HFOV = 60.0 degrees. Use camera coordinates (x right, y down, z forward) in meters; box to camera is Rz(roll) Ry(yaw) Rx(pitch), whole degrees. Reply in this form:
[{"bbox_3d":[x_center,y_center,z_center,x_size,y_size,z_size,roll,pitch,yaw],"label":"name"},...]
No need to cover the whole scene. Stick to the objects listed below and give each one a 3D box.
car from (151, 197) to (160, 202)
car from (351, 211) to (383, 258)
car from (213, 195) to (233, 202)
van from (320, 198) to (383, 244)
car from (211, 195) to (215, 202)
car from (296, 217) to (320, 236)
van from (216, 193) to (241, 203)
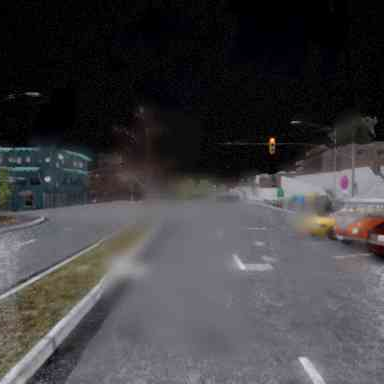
[{"bbox_3d":[-8.871,1.794,81.843,1.994,1.385,4.181,0,-1,0],"label":"car"},{"bbox_3d":[8.096,1.515,11.045,4.792,1.488,2.163,1,0,-20],"label":"car"},{"bbox_3d":[8.107,1.730,87.155,4.553,1.767,2.185,1,-1,-20],"label":"car"},{"bbox_3d":[7.965,1.258,13.972,4.442,1.987,1.878,1,0,-20],"label":"van"},{"bbox_3d":[7.901,1.637,78.145,5.366,1.575,1.946,1,-1,-20],"label":"car"},{"bbox_3d":[7.898,1.481,16.931,5.366,1.575,1.946,1,0,-20],"label":"car"},{"bbox_3d":[7.968,1.205,69.240,4.442,1.987,1.878,1,-1,-20],"label":"van"}]
